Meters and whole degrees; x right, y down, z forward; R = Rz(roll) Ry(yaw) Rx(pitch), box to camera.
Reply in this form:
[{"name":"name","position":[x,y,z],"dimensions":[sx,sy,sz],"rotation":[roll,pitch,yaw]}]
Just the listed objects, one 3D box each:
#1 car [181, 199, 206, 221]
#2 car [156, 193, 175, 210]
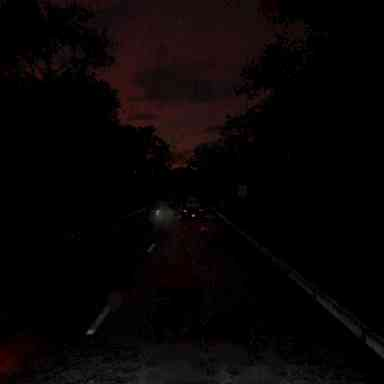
[{"name":"car","position":[0.103,1.525,26.634],"dimensions":[1.812,1.442,4.674],"rotation":[0,0,0]},{"name":"car","position":[-3.332,1.207,43.077],"dimensions":[2.150,2.045,5.566],"rotation":[0,0,0]}]
